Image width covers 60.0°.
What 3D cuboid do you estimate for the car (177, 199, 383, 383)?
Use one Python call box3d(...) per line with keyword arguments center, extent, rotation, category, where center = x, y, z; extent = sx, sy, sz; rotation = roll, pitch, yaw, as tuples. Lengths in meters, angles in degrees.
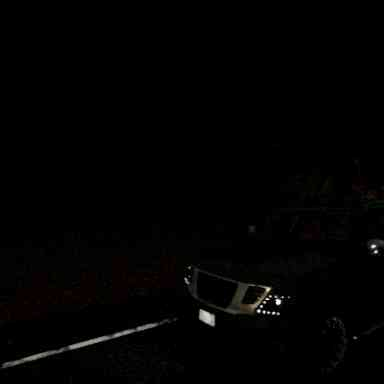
box3d(center=(2.430, 1.172, 5.728), extent=(5.566, 2.045, 2.150), rotation=(-1, 0, -36), category="car")
